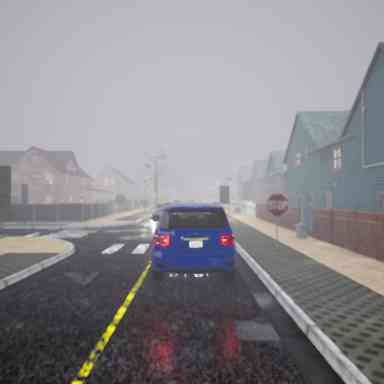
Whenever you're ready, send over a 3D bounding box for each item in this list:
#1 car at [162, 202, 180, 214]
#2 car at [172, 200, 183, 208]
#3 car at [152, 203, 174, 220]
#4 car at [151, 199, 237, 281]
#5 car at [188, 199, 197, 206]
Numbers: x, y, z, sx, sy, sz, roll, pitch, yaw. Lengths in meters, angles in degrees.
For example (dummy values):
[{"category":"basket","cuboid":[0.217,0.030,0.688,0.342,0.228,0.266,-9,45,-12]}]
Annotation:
[{"category":"car","cuboid":[-2.787,2.059,44.721,2.033,1.411,5.357,0,-1,0]},{"category":"car","cuboid":[-2.728,2.230,62.622,1.837,1.490,4.892,0,-1,1]},{"category":"car","cuboid":[-2.807,1.904,33.140,1.812,1.442,4.674,0,-1,0]},{"category":"car","cuboid":[-0.066,1.339,10.360,2.150,2.045,5.566,0,-1,-3]},{"category":"car","cuboid":[0.091,2.377,73.393,1.812,1.442,4.674,0,-1,0]}]
